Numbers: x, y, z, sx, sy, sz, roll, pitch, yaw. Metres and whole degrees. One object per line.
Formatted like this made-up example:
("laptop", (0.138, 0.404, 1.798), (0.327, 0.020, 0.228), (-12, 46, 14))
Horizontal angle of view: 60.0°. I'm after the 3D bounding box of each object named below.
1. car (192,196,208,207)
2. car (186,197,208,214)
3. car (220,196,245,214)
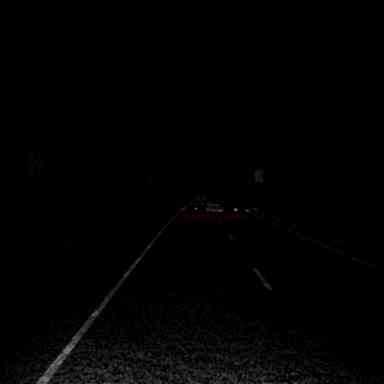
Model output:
("car", (1.098, 1.286, 44.704), (1.895, 1.301, 4.718), (0, 0, 4))
("car", (0.466, 1.266, 32.031), (2.128, 1.511, 4.902), (0, 0, 2))
("car", (3.948, 1.284, 31.619), (1.837, 1.490, 4.892), (0, 1, 2))
